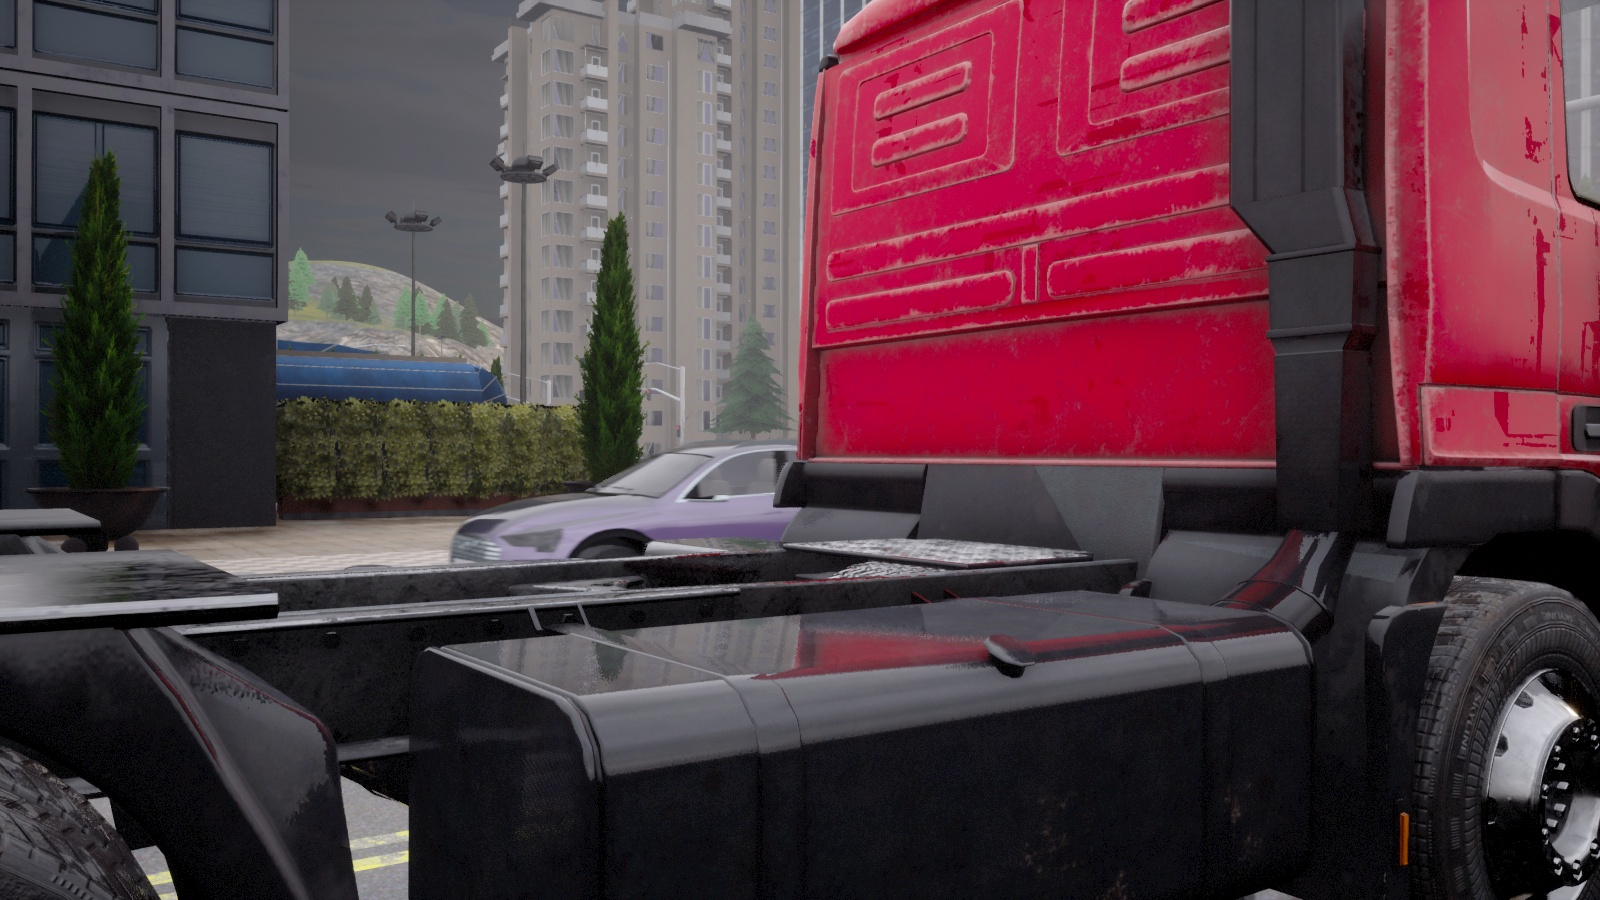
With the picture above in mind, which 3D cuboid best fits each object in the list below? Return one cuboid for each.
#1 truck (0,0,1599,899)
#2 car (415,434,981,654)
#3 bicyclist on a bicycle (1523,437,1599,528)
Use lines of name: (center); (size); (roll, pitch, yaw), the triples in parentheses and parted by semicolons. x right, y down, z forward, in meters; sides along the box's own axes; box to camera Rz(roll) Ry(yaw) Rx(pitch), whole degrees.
truck: (-0.663, -0.228, 3.201); (7.936, 3.462, 2.891); (0, 0, -35)
car: (-0.820, 0.705, 11.612); (4.856, 1.649, 2.033); (0, 0, -35)
bicyclist on a bicycle: (15.664, 0.644, 25.244); (0.659, 1.776, 1.843); (0, 0, -36)
